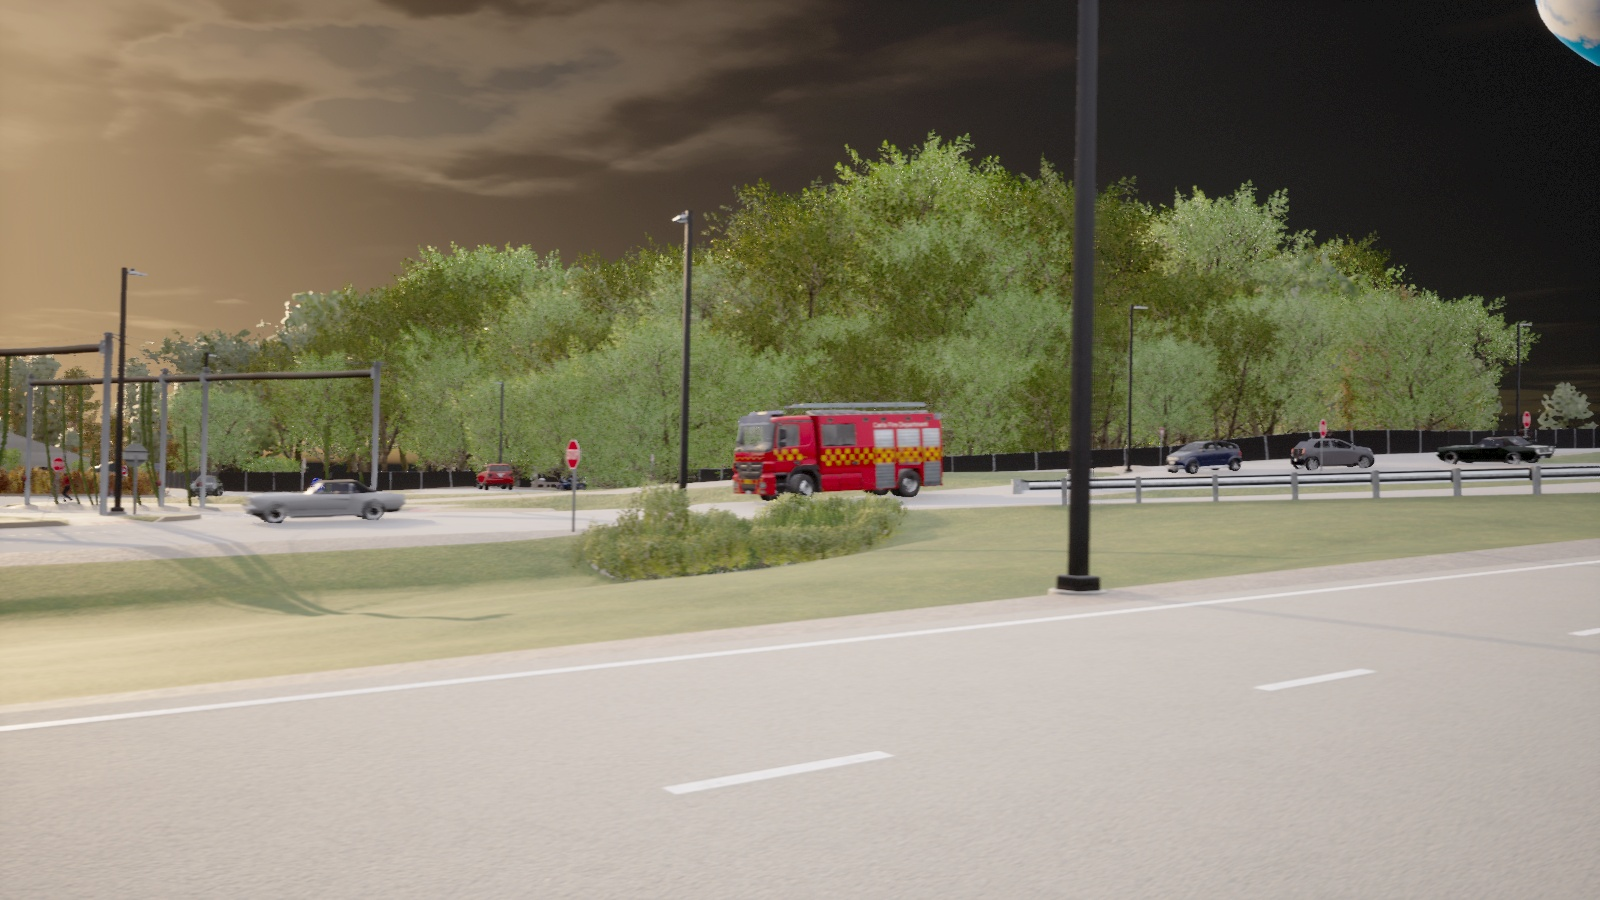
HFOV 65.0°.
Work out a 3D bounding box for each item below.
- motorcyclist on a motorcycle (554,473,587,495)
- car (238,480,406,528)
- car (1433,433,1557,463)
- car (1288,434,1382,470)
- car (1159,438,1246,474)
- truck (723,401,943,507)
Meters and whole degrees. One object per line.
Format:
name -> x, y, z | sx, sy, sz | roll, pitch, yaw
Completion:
motorcyclist on a motorcycle -> -16.857, 2.488, 92.247 | 2.191, 1.530, 0.866 | -2, -1, 9
car -> -15.131, 1.679, 39.817 | 4.718, 1.301, 1.895 | -1, 0, -30
car -> 32.480, -0.088, 58.852 | 1.895, 1.301, 4.718 | -3, 1, -34
car -> 25.426, 0.093, 59.743 | 3.633, 1.501, 1.845 | -3, 1, 0
car -> 19.737, 0.260, 61.564 | 3.705, 1.549, 1.789 | -3, 1, -21
truck -> 1.401, 0.070, 50.043 | 8.468, 3.827, 2.891 | -2, 1, -32
